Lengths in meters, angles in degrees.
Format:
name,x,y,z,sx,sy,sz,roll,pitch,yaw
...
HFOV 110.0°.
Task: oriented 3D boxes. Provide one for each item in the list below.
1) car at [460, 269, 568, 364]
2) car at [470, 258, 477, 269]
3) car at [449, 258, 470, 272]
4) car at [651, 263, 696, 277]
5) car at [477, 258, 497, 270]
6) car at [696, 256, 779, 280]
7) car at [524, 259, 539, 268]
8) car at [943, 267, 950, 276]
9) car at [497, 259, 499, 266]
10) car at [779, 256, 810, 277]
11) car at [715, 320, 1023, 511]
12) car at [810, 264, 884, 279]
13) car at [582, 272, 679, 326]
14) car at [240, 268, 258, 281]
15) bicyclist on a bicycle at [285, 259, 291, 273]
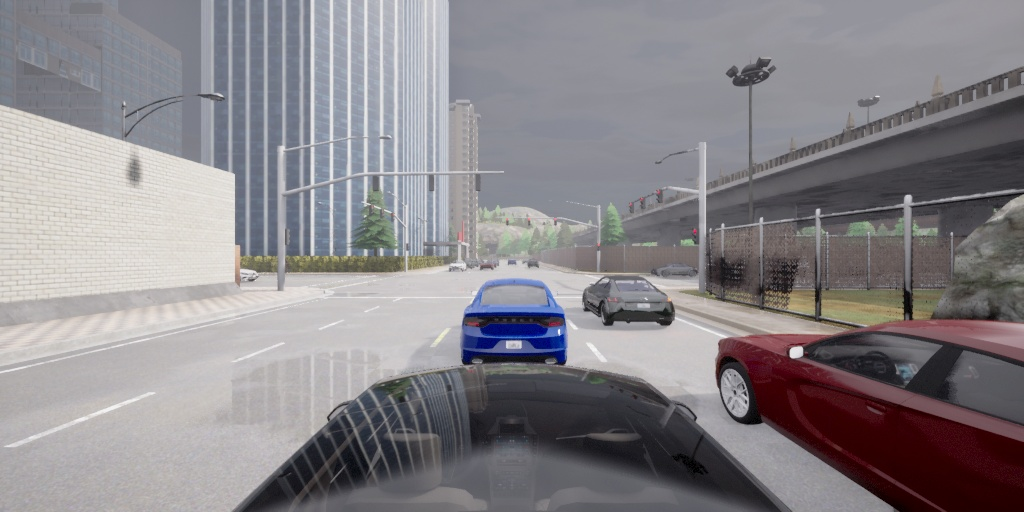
name,x,y,z,sx,sy,sz,roll,pitch,yaw
car,0.053,1.228,8.049,1.882,1.535,5.008,0,0,1
car,-7.078,1.102,56.136,2.097,1.767,4.553,0,0,0
car,-7.086,1.276,47.271,1.812,1.442,4.674,0,0,0
car,16.021,1.369,35.475,4.181,1.385,1.994,0,0,0
car,-3.579,1.351,51.894,1.895,1.301,4.718,0,0,0
car,19.999,1.027,31.980,5.566,2.045,2.150,0,0,0
car,3.604,1.254,62.910,1.837,1.490,4.892,0,0,0
car,45.706,1.331,35.481,4.674,1.442,1.812,0,0,0
car,-3.566,1.351,61.058,1.895,1.301,4.718,0,0,0
car,26.276,1.022,35.494,5.566,2.045,2.150,-1,0,0
car,3.601,1.228,2.715,1.882,1.535,5.008,0,0,0
car,29.992,1.406,31.998,4.718,1.301,1.895,0,0,0
car,3.576,1.314,11.709,1.994,1.385,4.181,0,0,0
car,-22.634,1.331,28.218,4.674,1.442,1.812,0,0,0
bicyclist on a bicycle,-25.296,1.106,40.175,0.582,1.620,1.656,0,0,0
